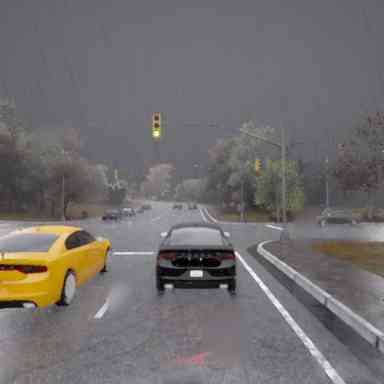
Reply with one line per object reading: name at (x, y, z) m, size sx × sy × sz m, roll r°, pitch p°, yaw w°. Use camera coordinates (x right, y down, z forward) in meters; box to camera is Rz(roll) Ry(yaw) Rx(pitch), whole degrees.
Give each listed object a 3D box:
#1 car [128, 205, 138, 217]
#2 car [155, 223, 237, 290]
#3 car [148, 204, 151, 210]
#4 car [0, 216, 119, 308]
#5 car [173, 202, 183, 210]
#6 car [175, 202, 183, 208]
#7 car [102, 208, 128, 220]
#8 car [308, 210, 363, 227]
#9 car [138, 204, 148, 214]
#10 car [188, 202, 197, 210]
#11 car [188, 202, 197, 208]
car at (-10.491, 3.297, 54.546) m, size 1.812 × 1.442 × 4.674 m, roll 0°, pitch -1°, yaw 0°
car at (0.102, 1.599, 9.427) m, size 1.882 × 1.535 × 5.008 m, roll 0°, pitch -1°, yaw 0°
car at (-10.372, 3.349, 75.231) m, size 2.033 × 1.411 × 5.357 m, roll 0°, pitch 0°, yaw 0°
car at (-3.403, 1.573, 8.186) m, size 1.882 × 1.535 × 5.008 m, roll 0°, pitch -1°, yaw 0°
car at (-3.370, 3.303, 76.601) m, size 1.837 × 1.490 × 4.892 m, roll 0°, pitch 0°, yaw 0°
car at (-3.471, 3.302, 86.669) m, size 1.994 × 1.385 × 4.181 m, roll 0°, pitch 0°, yaw -3°
car at (-10.535, 3.072, 44.676) m, size 2.033 × 1.411 × 5.357 m, roll 0°, pitch -2°, yaw 1°
car at (13.564, 2.476, 31.534) m, size 4.902 × 1.511 × 2.128 m, roll 0°, pitch -3°, yaw -3°
car at (-10.431, 3.347, 64.651) m, size 2.128 × 1.511 × 4.902 m, roll 0°, pitch 0°, yaw 1°
car at (0.130, 3.331, 76.210) m, size 2.128 × 1.511 × 4.902 m, roll 0°, pitch 0°, yaw 0°
car at (0.030, 3.308, 86.649) m, size 1.994 × 1.385 × 4.181 m, roll 0°, pitch 0°, yaw -3°
